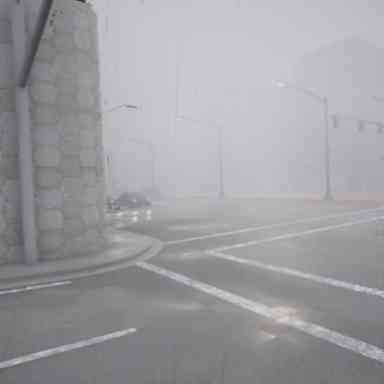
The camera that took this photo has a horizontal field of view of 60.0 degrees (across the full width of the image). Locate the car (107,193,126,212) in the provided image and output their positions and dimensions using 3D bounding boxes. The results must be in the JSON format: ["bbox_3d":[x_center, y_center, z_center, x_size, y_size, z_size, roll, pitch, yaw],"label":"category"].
[{"bbox_3d":[-8.492,1.136,31.937,1.837,1.490,4.892,-4,2,-35],"label":"car"}]

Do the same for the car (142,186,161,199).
[{"bbox_3d":[-7.237,0.137,54.579,2.150,2.045,5.566,-4,2,-35],"label":"car"}]

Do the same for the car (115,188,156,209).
[{"bbox_3d":[-6.091,0.806,34.585,2.097,1.767,4.553,-4,2,-35],"label":"car"}]

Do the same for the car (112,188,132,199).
[{"bbox_3d":[-13.321,0.269,63.102,2.097,1.767,4.553,-4,2,-35],"label":"car"}]
